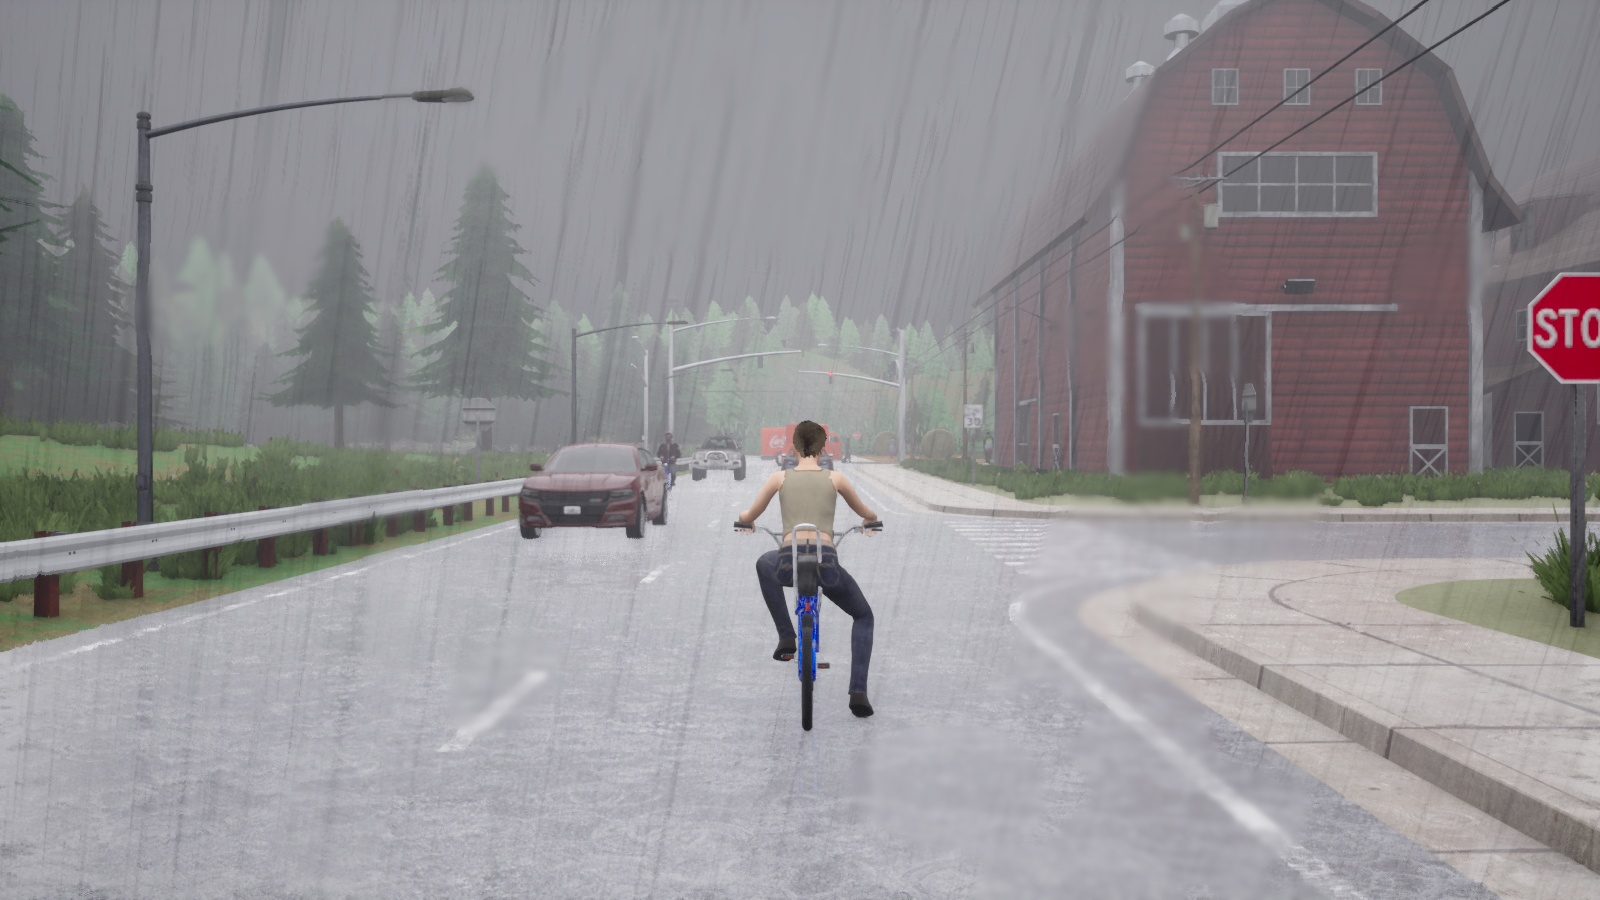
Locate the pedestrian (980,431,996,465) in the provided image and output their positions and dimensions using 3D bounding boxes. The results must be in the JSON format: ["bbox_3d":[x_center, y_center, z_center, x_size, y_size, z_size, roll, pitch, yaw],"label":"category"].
[{"bbox_3d":[10.823,-0.138,72.271,0.659,1.952,0.873,0,0,-10],"label":"pedestrian"}]

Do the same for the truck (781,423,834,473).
[{"bbox_3d":[0.381,-0.106,64.841,2.627,2.467,5.204,0,0,0],"label":"truck"}]

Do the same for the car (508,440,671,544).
[{"bbox_3d":[-3.366,0.603,21.055,1.882,1.535,5.008,0,0,0],"label":"car"}]

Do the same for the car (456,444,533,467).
[{"bbox_3d":[-18.566,0.338,76.335,4.181,1.385,1.994,0,0,1],"label":"car"}]

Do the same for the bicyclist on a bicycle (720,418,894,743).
[{"bbox_3d":[0.045,0.644,6.984,0.866,1.612,1.509,0,0,1],"label":"bicyclist on a bicycle"}]

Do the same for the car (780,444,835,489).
[{"bbox_3d":[0.256,0.518,42.990,1.816,1.474,4.193,0,0,0],"label":"car"}]

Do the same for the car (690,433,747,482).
[{"bbox_3d":[-3.203,0.278,50.089,1.932,1.855,4.605,0,0,0],"label":"car"}]

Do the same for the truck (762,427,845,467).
[{"bbox_3d":[0.185,-0.206,80.049,5.204,2.467,2.627,0,0,-1],"label":"truck"}]
